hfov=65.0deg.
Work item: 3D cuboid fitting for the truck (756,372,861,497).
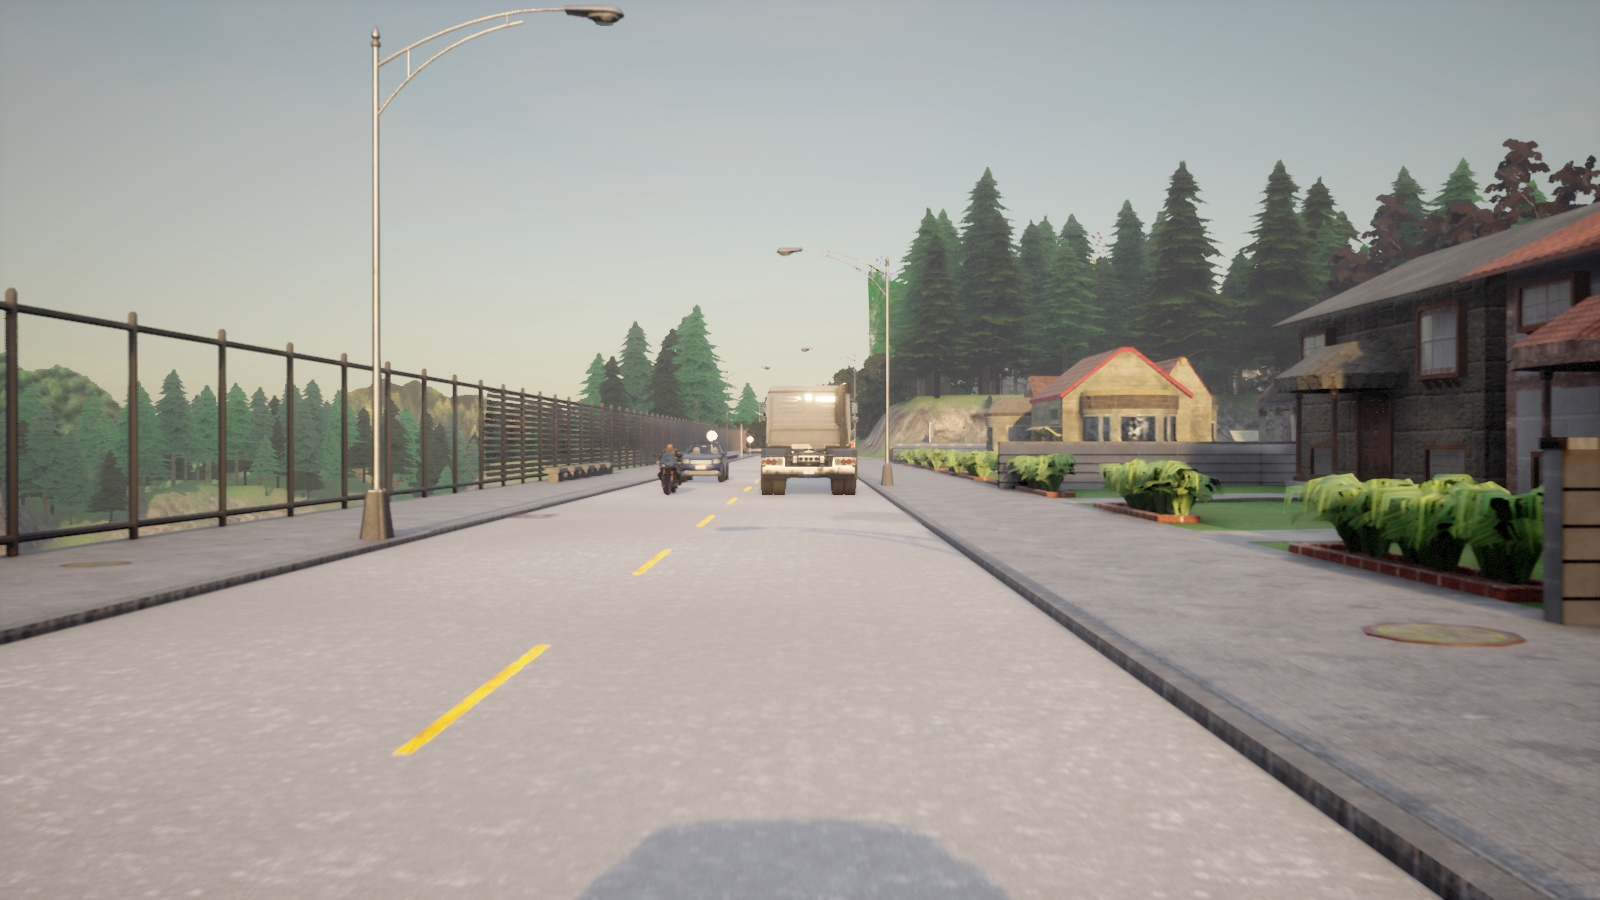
[{"bbox_3d":[0.259,-0.454,38.833,2.891,3.462,7.936,0,0,0],"label":"truck"}]

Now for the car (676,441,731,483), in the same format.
[{"bbox_3d":[-3.681,0.449,48.414,1.789,1.549,3.705,0,0,0],"label":"car"}]

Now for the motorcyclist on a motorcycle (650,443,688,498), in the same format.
[{"bbox_3d":[-3.759,0.574,36.206,0.866,1.530,2.191,0,0,0],"label":"motorcyclist on a motorcycle"}]
